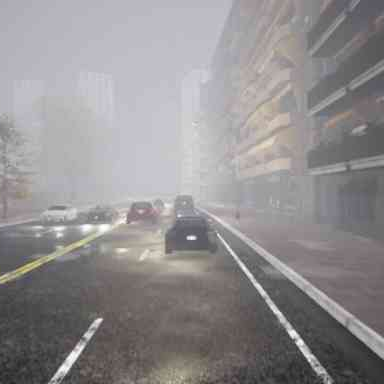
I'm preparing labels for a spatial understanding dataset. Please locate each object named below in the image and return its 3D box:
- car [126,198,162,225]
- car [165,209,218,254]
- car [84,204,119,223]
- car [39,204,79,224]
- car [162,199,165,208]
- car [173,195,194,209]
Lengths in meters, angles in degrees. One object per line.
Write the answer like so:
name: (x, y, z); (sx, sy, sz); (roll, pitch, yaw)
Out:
car: (-3.651, 1.434, 25.319); (2.097, 1.767, 4.553); (0, 0, -2)
car: (-0.057, 1.604, 13.778); (1.994, 1.385, 4.181); (0, 0, -1)
car: (-7.011, 1.669, 26.101); (1.994, 1.385, 4.181); (0, 0, -2)
car: (-10.258, 1.666, 25.977); (1.812, 1.442, 4.674); (0, 0, -2)
car: (-5.061, 1.687, 50.150); (1.812, 1.442, 4.674); (0, 0, -4)
car: (-0.946, 1.336, 37.464); (2.150, 2.045, 5.566); (0, 0, -3)
